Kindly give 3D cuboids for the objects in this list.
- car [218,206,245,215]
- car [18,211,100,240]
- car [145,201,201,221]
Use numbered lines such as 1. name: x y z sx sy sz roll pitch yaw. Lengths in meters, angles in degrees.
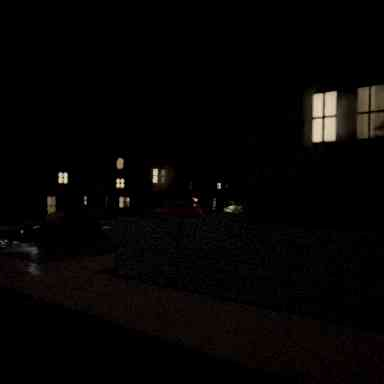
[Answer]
1. car: 4.559 2.255 35.640 2.128 1.511 4.902 1 0 36
2. car: -7.504 1.844 19.256 1.812 1.442 4.674 1 0 36
3. car: -1.391 1.764 27.576 2.150 2.045 5.566 1 0 36
